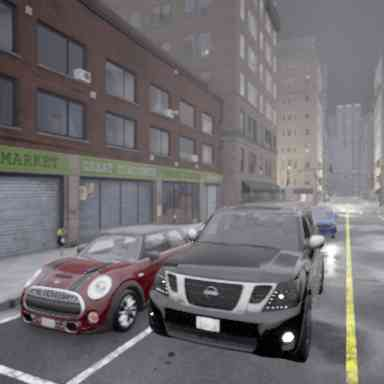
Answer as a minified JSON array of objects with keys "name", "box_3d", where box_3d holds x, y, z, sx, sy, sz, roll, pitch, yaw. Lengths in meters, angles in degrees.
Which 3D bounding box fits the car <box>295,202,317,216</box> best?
[{"name":"car","box_3d":[12.819,1.818,37.234,1.887,1.381,4.507,0,-1,25]}]

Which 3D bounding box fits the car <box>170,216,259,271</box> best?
[{"name":"car","box_3d":[1.018,1.656,11.922,1.802,1.307,4.206,-1,-1,25]}]

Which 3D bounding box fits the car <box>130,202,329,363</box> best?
[{"name":"car","box_3d":[1.347,1.267,6.537,2.150,2.045,5.566,0,0,25]}]

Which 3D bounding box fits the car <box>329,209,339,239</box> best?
[{"name":"car","box_3d":[7.106,1.622,18.645,1.882,1.535,5.008,0,0,25]}]

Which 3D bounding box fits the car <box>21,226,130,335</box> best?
[{"name":"car","box_3d":[-1.343,1.472,6.861,1.967,1.590,4.097,-1,-1,25]}]
